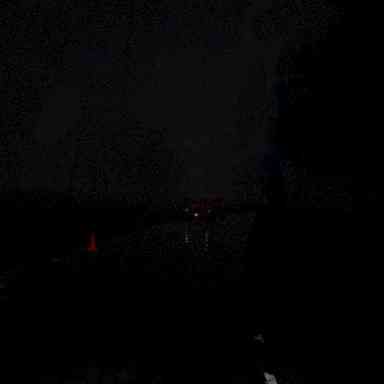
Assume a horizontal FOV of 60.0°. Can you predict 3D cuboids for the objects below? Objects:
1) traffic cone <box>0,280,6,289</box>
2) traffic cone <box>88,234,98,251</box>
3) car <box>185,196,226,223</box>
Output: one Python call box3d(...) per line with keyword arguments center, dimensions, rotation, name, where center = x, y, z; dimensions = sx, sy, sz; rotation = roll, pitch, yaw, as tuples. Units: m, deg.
box3d(center=(-4.476, 1.893, 7.565), dimensions=(0.340, 0.580, 0.340), rotation=(0, 0, 6), name="traffic cone")
box3d(center=(-3.788, 1.914, 12.682), dimensions=(0.340, 0.580, 0.340), rotation=(0, 0, 9), name="traffic cone")
box3d(center=(1.213, 1.375, 27.173), dimensions=(2.150, 2.045, 5.566), rotation=(0, -1, 19), name="car")
